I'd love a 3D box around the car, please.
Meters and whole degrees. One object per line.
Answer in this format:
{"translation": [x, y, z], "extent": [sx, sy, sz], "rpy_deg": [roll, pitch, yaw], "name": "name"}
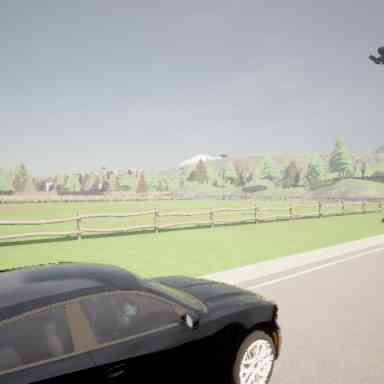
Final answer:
{"translation": [-1.121, 1.477, 3.300], "extent": [5.008, 1.535, 1.882], "rpy_deg": [0, 0, -40], "name": "car"}
